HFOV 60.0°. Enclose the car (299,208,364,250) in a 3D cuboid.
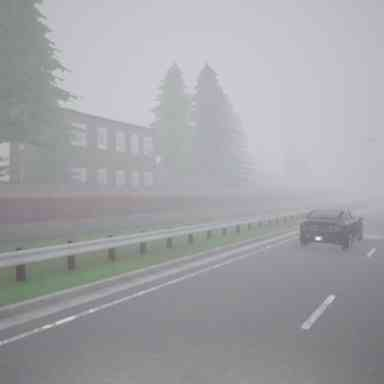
[{"bbox_3d":[6.129,1.470,14.426,1.837,1.490,4.892,0,0,35],"label":"car"}]
